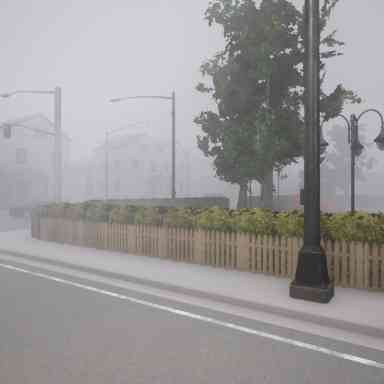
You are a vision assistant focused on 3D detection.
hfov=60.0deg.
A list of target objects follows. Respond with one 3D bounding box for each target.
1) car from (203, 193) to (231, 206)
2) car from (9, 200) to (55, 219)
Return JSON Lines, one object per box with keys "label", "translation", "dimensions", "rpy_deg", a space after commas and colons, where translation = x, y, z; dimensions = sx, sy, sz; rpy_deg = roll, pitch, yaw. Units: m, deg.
{"label": "car", "translation": [3.515, 1.221, 48.168], "dimensions": [2.150, 2.045, 5.566], "rpy_deg": [0, 0, 35]}
{"label": "car", "translation": [-13.685, 1.477, 29.783], "dimensions": [1.882, 1.535, 5.008], "rpy_deg": [0, 0, 35]}
